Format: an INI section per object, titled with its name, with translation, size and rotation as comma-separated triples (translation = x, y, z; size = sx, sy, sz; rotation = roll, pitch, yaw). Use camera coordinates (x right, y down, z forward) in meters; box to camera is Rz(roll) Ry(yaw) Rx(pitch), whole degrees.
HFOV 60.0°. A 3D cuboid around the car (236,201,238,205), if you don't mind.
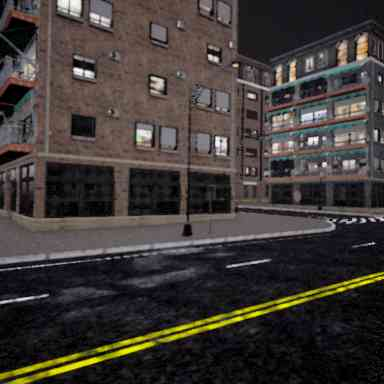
[car]
translation = 4.988, 1.487, 49.379
size = 1.802, 1.307, 4.206
rotation = 3, -1, -37
